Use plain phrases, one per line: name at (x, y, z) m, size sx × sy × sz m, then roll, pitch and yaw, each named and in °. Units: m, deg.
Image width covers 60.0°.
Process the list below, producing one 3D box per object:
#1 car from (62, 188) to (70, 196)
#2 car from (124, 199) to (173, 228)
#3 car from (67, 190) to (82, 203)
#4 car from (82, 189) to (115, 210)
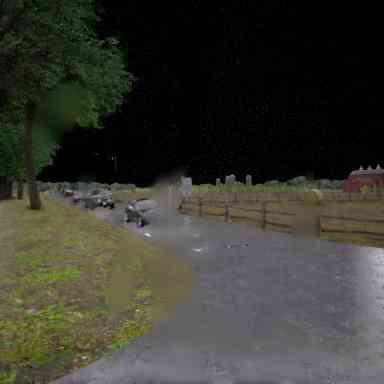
car at (-32.135, 0.255, 86.849) m, size 1.882 × 1.535 × 5.008 m, roll -1°, pitch 1°, yaw -26°
car at (-2.737, 1.204, 20.010) m, size 1.837 × 1.490 × 4.892 m, roll -1°, pitch 1°, yaw -26°
car at (-16.402, 0.807, 48.275) m, size 2.033 × 1.411 × 5.357 m, roll -1°, pitch 1°, yaw -26°
car at (-9.421, 0.692, 33.741) m, size 2.150 × 2.045 × 5.566 m, roll -1°, pitch 1°, yaw -26°
